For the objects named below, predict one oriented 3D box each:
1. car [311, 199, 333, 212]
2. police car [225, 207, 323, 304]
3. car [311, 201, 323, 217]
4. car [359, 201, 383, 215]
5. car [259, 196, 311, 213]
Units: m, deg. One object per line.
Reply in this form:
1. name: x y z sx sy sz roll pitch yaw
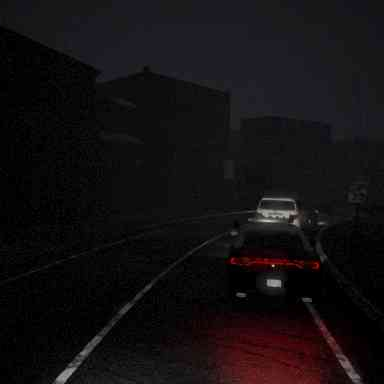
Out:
1. car: 14.452 1.556 38.212 4.674 1.442 1.812 1 3 -41
2. police car: 1.983 1.426 8.466 1.930 1.638 5.238 1 0 11
3. car: 7.276 1.576 22.495 1.837 1.490 4.892 3 1 30
4. car: 21.298 1.840 39.016 5.008 1.535 1.882 2 3 -33
5. car: 4.778 1.254 17.416 2.150 2.045 5.566 2 0 23
